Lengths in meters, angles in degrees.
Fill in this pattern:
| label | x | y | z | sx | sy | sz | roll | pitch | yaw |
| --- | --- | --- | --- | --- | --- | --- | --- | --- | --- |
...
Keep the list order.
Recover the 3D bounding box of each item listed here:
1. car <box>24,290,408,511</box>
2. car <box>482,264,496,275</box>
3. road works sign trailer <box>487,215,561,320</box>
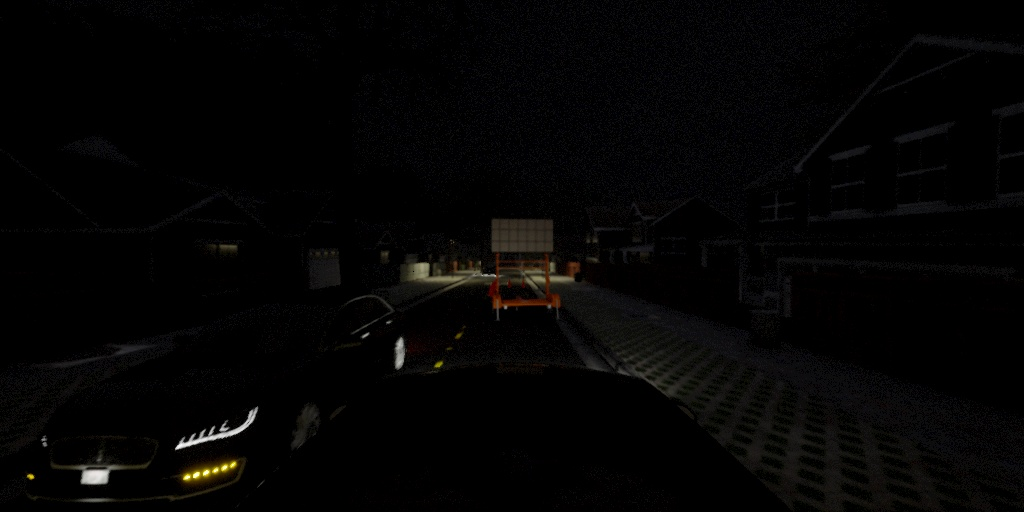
| label | x | y | z | sx | sy | sz | roll | pitch | yaw |
| --- | --- | --- | --- | --- | --- | --- | --- | --- | --- |
| car | -2.852 | 1.283 | 4.882 | 1.837 | 1.490 | 4.892 | 0 | -1 | 0 |
| car | -2.854 | 1.779 | 47.810 | 1.994 | 1.385 | 4.181 | 0 | -1 | 0 |
| road works sign trailer | 0.356 | 0.317 | 13.149 | 2.380 | 3.560 | 2.880 | 0 | 0 | -7 |
